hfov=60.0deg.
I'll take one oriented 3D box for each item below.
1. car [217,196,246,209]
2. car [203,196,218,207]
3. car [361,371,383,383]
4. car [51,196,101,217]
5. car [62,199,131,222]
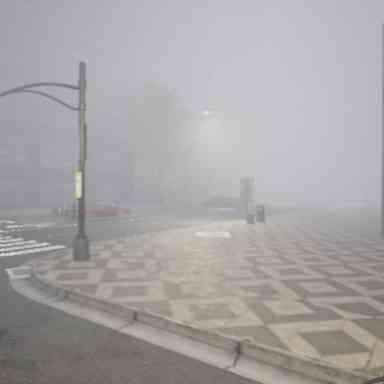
[{"bbox_3d":[5.510,1.359,42.489,1.994,1.385,4.181,1,1,36],"label":"car"},{"bbox_3d":[3.392,1.265,45.112,1.837,1.490,4.892,1,0,36],"label":"car"},{"bbox_3d":[2.579,1.449,1.119,4.097,1.590,1.967,0,1,36],"label":"car"},{"bbox_3d":[-9.218,1.158,27.387,2.097,1.767,4.553,1,0,35],"label":"car"},{"bbox_3d":[-6.940,1.441,24.989,1.895,1.301,4.718,1,1,35],"label":"car"}]
